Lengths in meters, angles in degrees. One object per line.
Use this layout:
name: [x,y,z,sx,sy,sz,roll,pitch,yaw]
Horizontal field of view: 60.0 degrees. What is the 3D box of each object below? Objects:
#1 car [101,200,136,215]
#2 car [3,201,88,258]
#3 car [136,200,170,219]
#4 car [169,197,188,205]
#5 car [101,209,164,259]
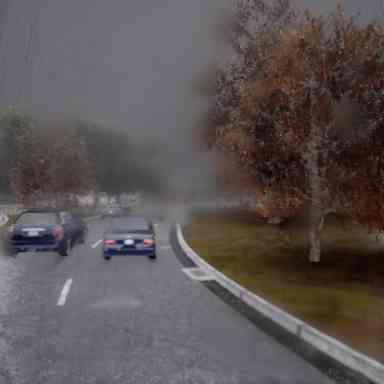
car: [-6.392,1.658,28.679,1.994,1.385,4.181,0,0,0]
car: [-5.602,1.419,13.328,2.097,1.767,4.553,0,0,-7]
car: [-3.202,1.632,27.724,2.033,1.411,5.357,0,0,-2]
car: [-3.788,1.945,71.486,2.097,1.767,4.553,1,-1,-43]
car: [-2.322,1.618,12.959,2.033,1.411,5.357,0,0,-8]
